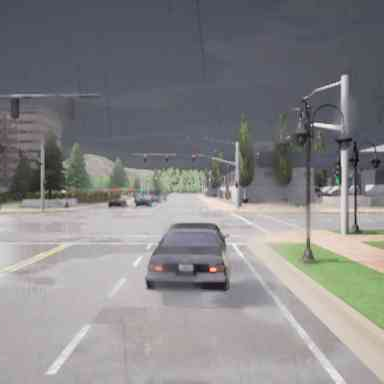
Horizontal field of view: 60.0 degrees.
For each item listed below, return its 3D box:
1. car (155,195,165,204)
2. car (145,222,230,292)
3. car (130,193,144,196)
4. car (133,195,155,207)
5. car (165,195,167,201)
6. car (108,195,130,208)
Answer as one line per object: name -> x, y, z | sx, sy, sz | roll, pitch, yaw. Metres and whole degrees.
car -> -7.028, 1.474, 64.285 | 2.033, 1.411, 5.357 | 0, 0, 1
car -> 0.056, 1.537, 9.044 | 2.033, 1.411, 5.357 | 0, 0, 4
car -> -10.500, 1.416, 67.366 | 2.128, 1.511, 4.902 | 0, 0, 0
car -> -7.080, 1.545, 48.887 | 1.895, 1.301, 4.718 | 0, 0, 0
car -> -6.995, 1.425, 79.173 | 2.128, 1.511, 4.902 | 0, 0, 0
car -> -10.584, 1.547, 47.389 | 1.895, 1.301, 4.718 | 0, 0, 0
